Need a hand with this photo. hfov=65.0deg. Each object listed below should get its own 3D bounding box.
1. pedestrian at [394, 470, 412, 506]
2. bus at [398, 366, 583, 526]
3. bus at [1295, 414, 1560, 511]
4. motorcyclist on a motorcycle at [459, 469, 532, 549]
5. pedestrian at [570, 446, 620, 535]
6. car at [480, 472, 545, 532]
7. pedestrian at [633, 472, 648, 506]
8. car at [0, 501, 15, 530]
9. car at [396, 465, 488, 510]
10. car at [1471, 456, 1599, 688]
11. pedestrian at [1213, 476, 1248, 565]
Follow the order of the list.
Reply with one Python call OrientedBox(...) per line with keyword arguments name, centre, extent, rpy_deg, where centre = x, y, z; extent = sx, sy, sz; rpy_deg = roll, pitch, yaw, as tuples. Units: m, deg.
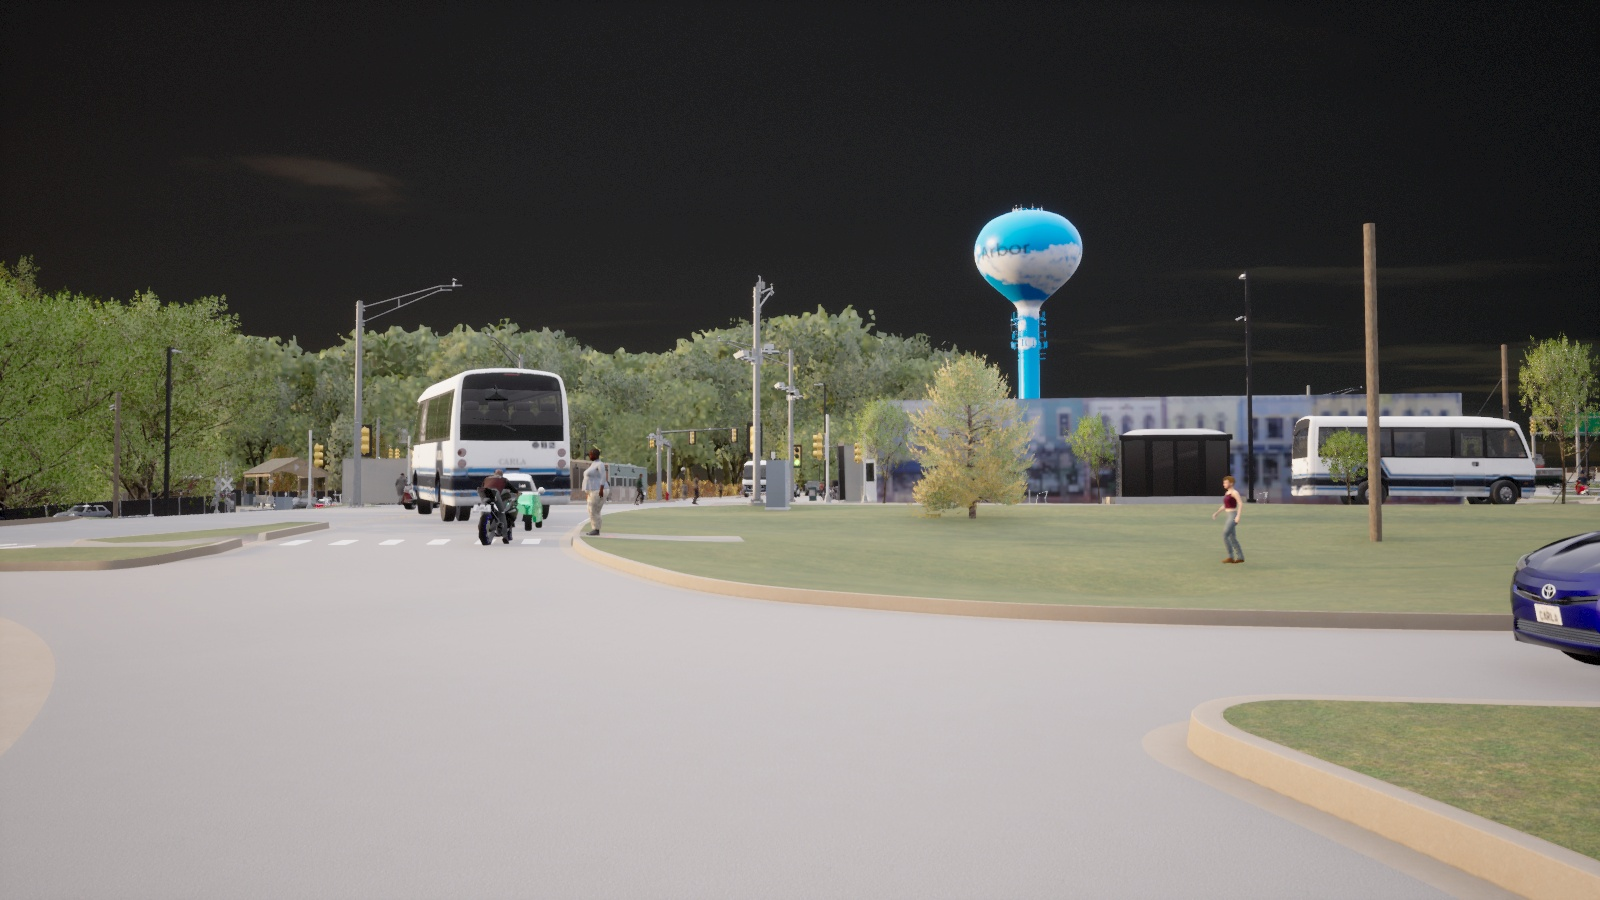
OrientedBox(name="pedestrian", centre=(-21.853, 2.103, 69.091), extent=(0.659, 1.952, 0.873), rpy_deg=(0, -3, 1))
OrientedBox(name="bus", centre=(-9.871, -0.054, 38.897), extent=(3.944, 4.253, 10.273), rpy_deg=(0, -1, -23))
OrientedBox(name="bus", centre=(28.851, 0.626, 58.314), extent=(10.273, 4.253, 3.944), rpy_deg=(1, -2, 8))
OrientedBox(name="motorcyclist on a motorcycle", centre=(-6.116, 1.153, 25.371), extent=(0.866, 1.530, 2.191), rpy_deg=(0, -1, 2))
OrientedBox(name="pedestrian", centre=(-4.340, 0.867, 26.588), extent=(0.900, 1.855, 0.874), rpy_deg=(1, -3, -19))
OrientedBox(name="car", centre=(-7.039, 1.252, 30.900), extent=(1.481, 1.376, 2.207), rpy_deg=(0, -1, -11))
OrientedBox(name="pedestrian", centre=(-9.120, 2.224, 71.864), extent=(0.788, 1.949, 0.423), rpy_deg=(0, -3, 8))
OrientedBox(name="car", centre=(-52.347, 4.215, 79.884), extent=(1.905, 1.878, 3.866), rpy_deg=(-1, -1, 14))
OrientedBox(name="car", centre=(-13.711, 1.435, 48.390), extent=(2.033, 1.649, 4.856), rpy_deg=(0, -2, 2))
OrientedBox(name="car", centre=(7.530, 0.823, 8.827), extent=(4.514, 1.525, 2.007), rpy_deg=(0, -2, 2))
OrientedBox(name="pedestrian", centre=(8.965, 1.456, 26.147), extent=(0.594, 1.836, 0.345), rpy_deg=(0, -3, 1))
